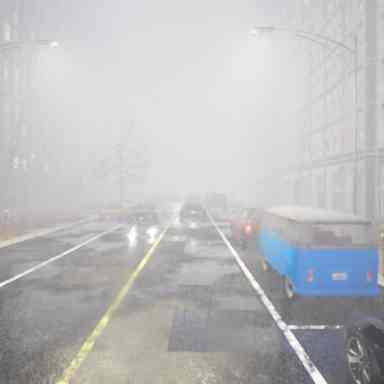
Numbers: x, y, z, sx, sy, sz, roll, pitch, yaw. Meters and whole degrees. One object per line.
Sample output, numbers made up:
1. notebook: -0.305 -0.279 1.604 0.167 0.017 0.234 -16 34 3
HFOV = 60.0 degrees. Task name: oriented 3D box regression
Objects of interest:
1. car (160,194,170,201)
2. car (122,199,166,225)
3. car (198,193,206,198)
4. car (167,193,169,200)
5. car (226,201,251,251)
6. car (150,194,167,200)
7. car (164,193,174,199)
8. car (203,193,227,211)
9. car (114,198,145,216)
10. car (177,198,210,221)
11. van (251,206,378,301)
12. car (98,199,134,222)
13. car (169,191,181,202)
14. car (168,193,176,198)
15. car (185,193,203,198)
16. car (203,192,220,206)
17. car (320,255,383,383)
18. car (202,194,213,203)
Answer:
1. car: -5.683 1.080 70.536 1.802 1.307 4.206 0 0 0
2. car: -3.098 1.415 22.262 1.994 1.385 4.181 0 0 0
3. car: 2.699 0.929 87.600 1.947 1.339 4.313 0 0 0
4. car: -5.684 1.151 59.153 1.947 1.339 4.313 0 0 0
5. car: 2.694 1.350 13.603 1.967 1.590 4.097 0 0 0
6. car: -5.684 1.179 53.461 2.008 1.369 4.403 0 0 0
7. car: -5.682 0.959 81.921 2.008 1.369 4.403 0 0 0
8. car: 2.697 1.067 36.370 2.192 1.841 5.009 0 0 0
9. car: -5.686 1.343 30.692 2.008 1.369 4.403 0 0 0
10. car: 0.100 1.393 25.332 1.994 1.385 4.181 0 0 0
11. van: 2.694 1.289 7.912 1.690 1.788 3.998 0 0 0
12. car: -5.686 1.359 24.828 1.752 1.417 4.829 0 0 0
13. car: -3.015 1.103 63.135 2.033 1.411 5.357 0 0 1
14. car: -5.682 0.863 93.305 1.887 1.381 4.507 0 0 0
15. car: 0.102 1.067 41.428 2.097 1.767 4.553 0 0 0
16. car: 2.697 0.985 47.755 2.192 1.841 5.009 0 0 0
17. car: 2.693 1.551 2.219 1.947 1.339 4.313 0 0 0
18. car: 2.697 1.109 59.309 1.752 1.417 4.829 0 0 0
